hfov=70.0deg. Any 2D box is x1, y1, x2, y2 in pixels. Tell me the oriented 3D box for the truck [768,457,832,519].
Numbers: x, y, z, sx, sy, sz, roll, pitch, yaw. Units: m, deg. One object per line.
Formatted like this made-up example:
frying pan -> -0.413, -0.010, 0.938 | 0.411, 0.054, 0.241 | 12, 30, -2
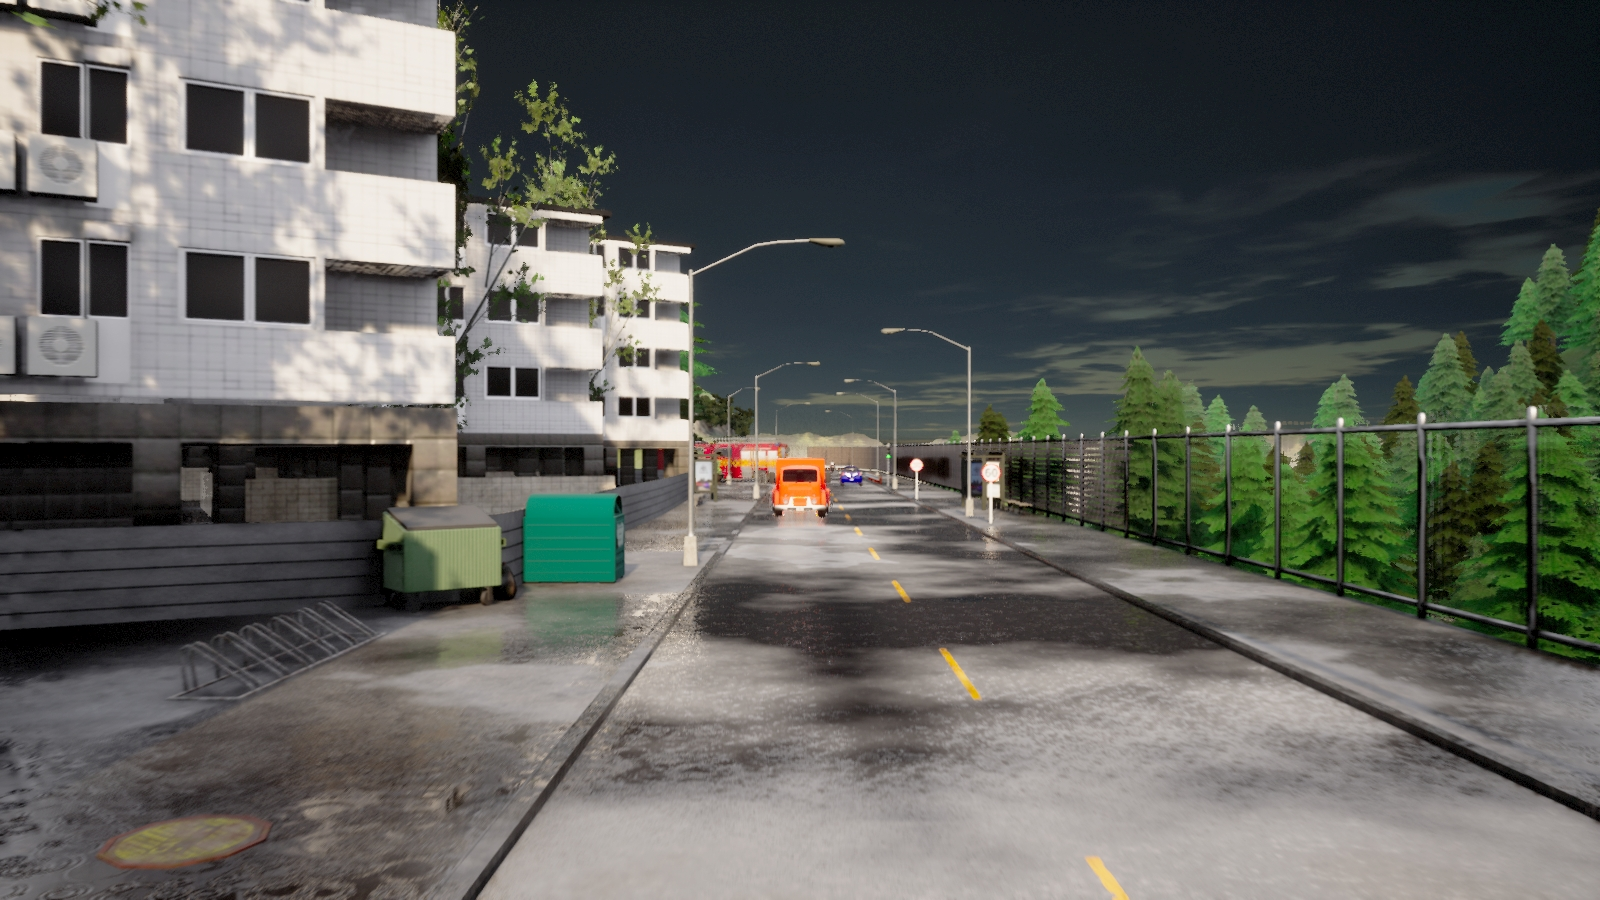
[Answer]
truck -> 0.028, 1.568, 49.156 | 2.627, 2.467, 5.204 | 0, 0, 1
